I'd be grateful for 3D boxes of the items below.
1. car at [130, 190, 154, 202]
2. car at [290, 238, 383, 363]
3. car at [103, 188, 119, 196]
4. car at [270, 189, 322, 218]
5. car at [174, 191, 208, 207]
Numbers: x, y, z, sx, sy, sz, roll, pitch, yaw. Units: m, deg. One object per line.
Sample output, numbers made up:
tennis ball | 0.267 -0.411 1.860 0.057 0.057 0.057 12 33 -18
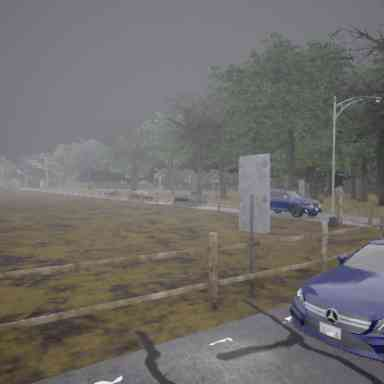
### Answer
car | -7.059 0.503 46.710 1.882 1.535 5.008 0 2 -35
car | 3.688 1.526 5.618 4.674 1.442 1.812 0 0 -35
car | -15.541 0.085 63.685 1.837 1.490 4.892 0 1 -35
car | 7.430 0.838 26.292 2.150 2.045 5.566 0 1 -35
car | -0.206 0.658 37.035 2.097 1.767 4.553 0 1 -35
